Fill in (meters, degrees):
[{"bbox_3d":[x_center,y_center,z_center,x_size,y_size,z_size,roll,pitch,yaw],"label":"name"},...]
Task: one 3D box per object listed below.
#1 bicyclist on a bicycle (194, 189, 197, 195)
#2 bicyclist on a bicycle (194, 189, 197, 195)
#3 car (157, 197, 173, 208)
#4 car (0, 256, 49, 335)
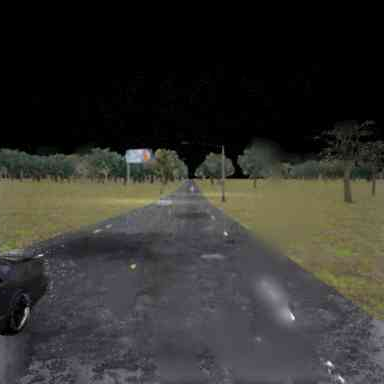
[{"bbox_3d":[0.984,-0.039,95.333,0.659,1.776,1.843,0,2,0],"label":"bicyclist on a bicycle"},{"bbox_3d":[0.982,0.201,86.338,0.659,1.776,1.843,0,1,0],"label":"bicyclist on a bicycle"},{"bbox_3d":[-3.576,1.359,44.295,1.895,1.301,4.718,0,1,0],"label":"car"},{"bbox_3d":[-3.598,1.533,3.934,2.033,1.411,5.357,0,0,0],"label":"car"}]
